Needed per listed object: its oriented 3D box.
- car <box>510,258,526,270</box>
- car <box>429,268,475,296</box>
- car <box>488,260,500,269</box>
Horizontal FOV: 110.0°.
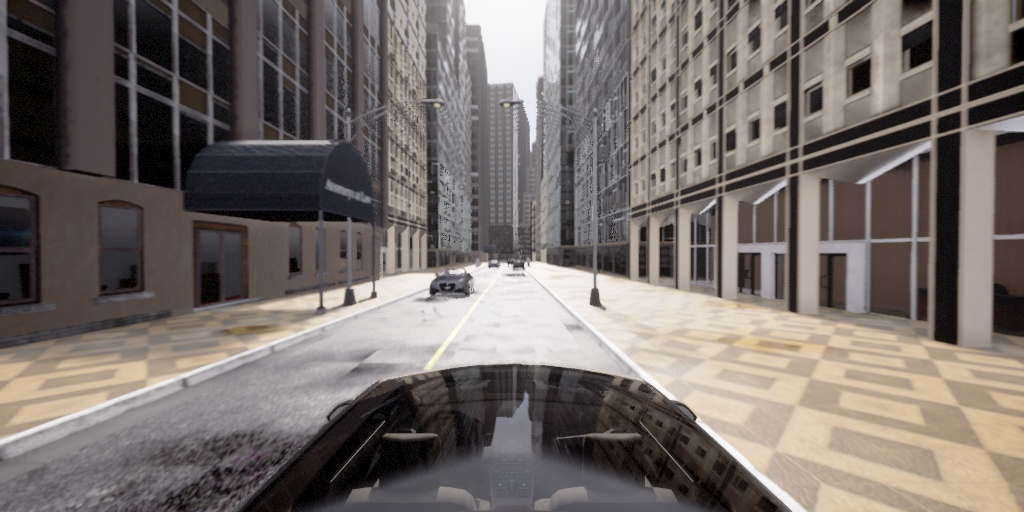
[{"bbox_3d":[1.052,1.343,54.717,1.837,1.490,4.892,0,0,0],"label":"car"},{"bbox_3d":[-3.099,1.336,19.224,1.994,1.385,4.181,0,0,0],"label":"car"},{"bbox_3d":[-3.033,1.399,60.484,2.033,1.411,5.357,0,0,1],"label":"car"}]
